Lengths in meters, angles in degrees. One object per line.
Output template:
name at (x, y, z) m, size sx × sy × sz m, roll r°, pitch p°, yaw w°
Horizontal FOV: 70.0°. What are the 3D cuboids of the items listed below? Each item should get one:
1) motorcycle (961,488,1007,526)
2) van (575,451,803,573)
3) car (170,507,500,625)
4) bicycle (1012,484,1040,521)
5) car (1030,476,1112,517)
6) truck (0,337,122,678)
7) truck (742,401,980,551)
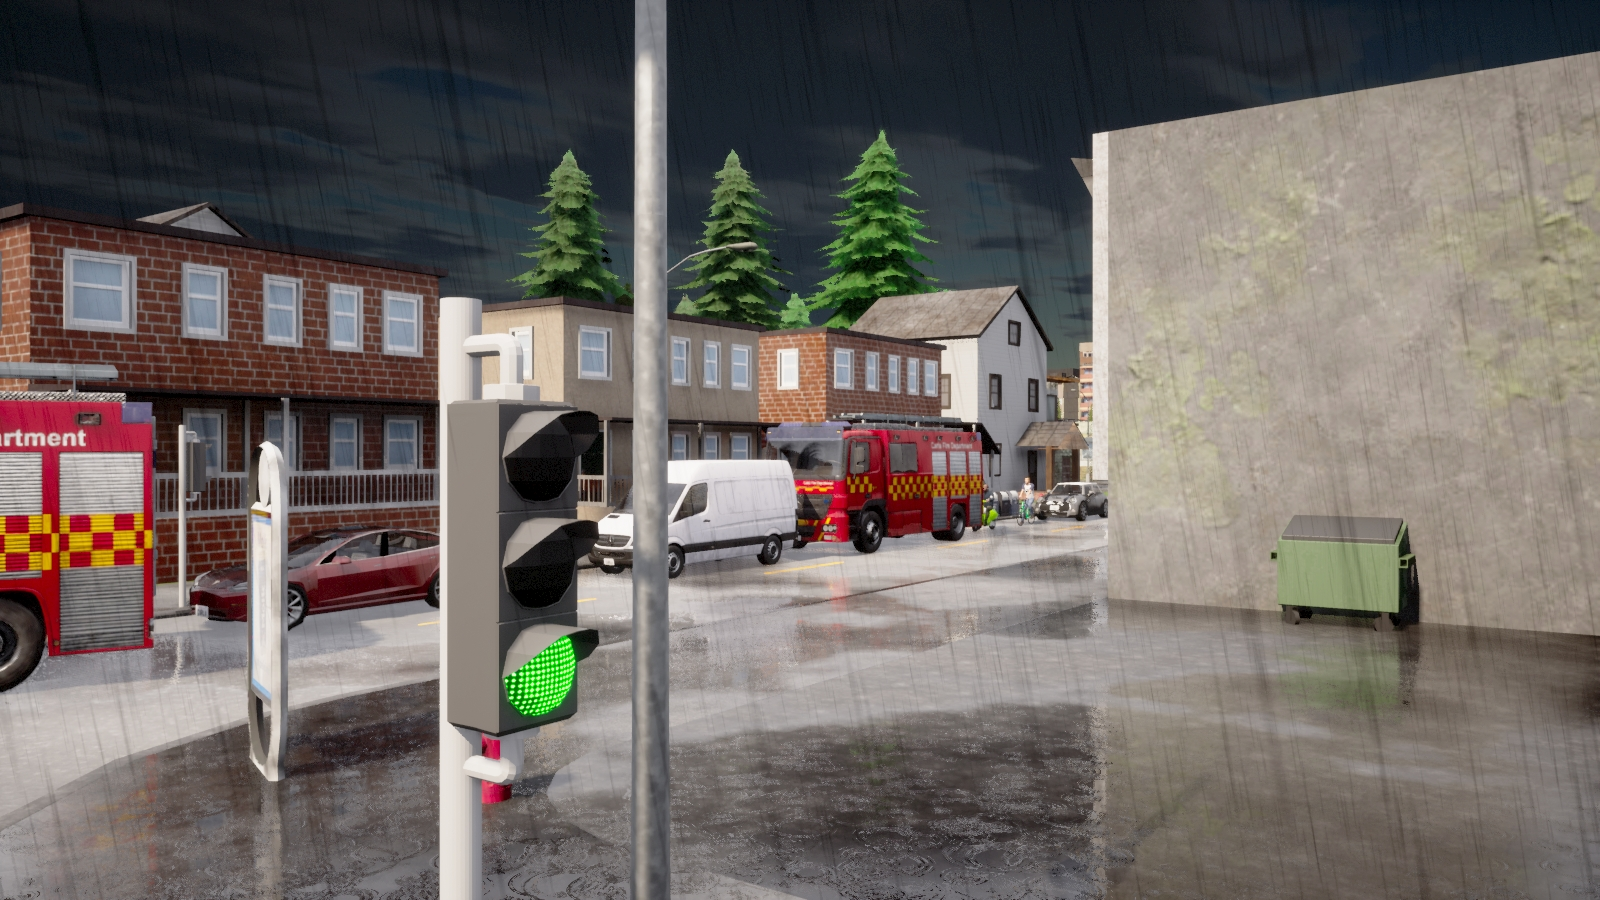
motorcycle at (6.398, 1.954, 39.613) m, size 0.856 × 1.236 × 1.805 m, roll 0°, pitch 0°, yaw 35°
van at (-2.442, 1.307, 26.996) m, size 1.988 × 2.561 × 5.915 m, roll 0°, pitch 0°, yaw 35°
car at (-7.730, 1.835, 19.458) m, size 2.163 × 1.488 × 4.792 m, roll 0°, pitch 0°, yaw 35°
bicycle at (8.406, 1.928, 42.476) m, size 0.373 × 1.296 × 1.643 m, roll 0°, pitch 0°, yaw 35°
car at (11.003, 1.837, 46.179) m, size 1.970 × 1.475 × 3.806 m, roll 0°, pitch 0°, yaw 35°
truck at (-12.344, 0.662, 12.431) m, size 8.468 × 3.827 × 2.891 m, roll 0°, pitch 0°, yaw -32°
truck at (2.054, 0.663, 33.403) m, size 2.891 × 3.827 × 8.468 m, roll 0°, pitch 0°, yaw 35°
